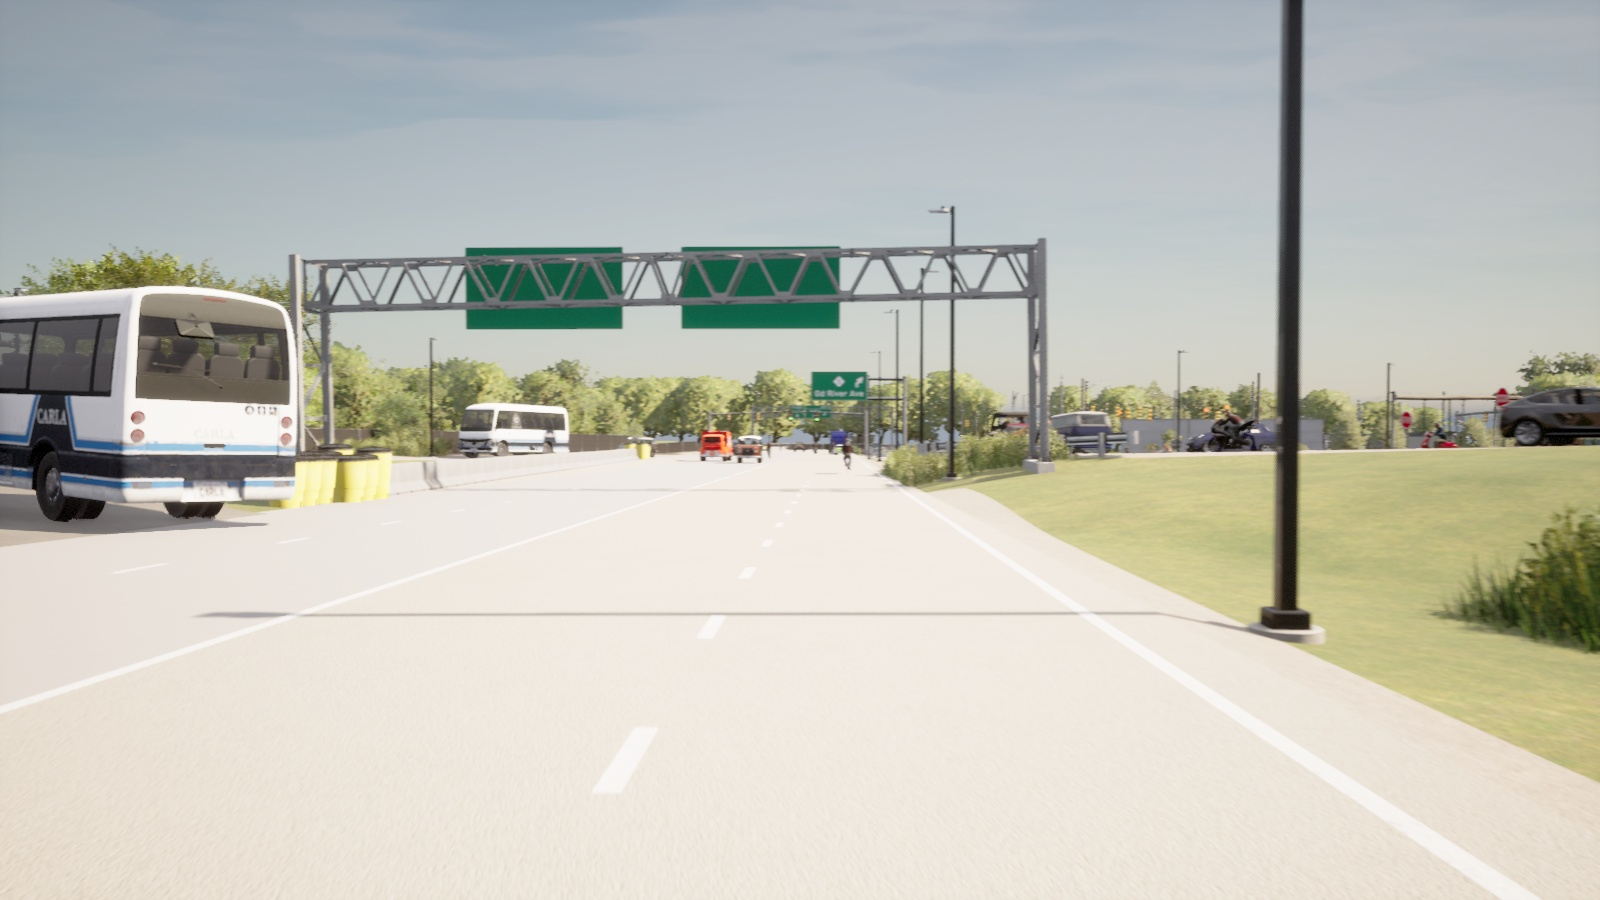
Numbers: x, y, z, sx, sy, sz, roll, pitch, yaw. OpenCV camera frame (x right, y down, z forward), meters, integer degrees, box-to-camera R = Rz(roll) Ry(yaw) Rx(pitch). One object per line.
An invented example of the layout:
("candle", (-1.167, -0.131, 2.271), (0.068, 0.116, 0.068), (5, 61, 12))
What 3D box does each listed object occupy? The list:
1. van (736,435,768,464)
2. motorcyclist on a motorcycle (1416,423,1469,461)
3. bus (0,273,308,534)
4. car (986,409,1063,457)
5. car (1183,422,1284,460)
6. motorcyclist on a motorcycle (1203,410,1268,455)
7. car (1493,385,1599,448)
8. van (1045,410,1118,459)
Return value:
("van", (-3.533, -0.050, 93.416), (2.069, 2.038, 4.480), (0, 0, 2))
("motorcyclist on a motorcycle", (27.262, -0.343, 53.301), (1.817, 1.590, 0.866), (0, -2, 6))
("bus", (-14.605, -0.935, 25.097), (10.273, 4.253, 3.944), (3, 1, 37))
("car", (9.271, -0.682, 52.092), (1.905, 1.878, 3.866), (0, -1, -10))
("car", (18.526, -0.364, 53.730), (3.633, 1.501, 1.845), (1, -2, -2))
("motorcyclist on a motorcycle", (15.570, -0.594, 44.916), (0.866, 1.530, 2.191), (0, -1, -27))
("car", (20.053, -0.825, 30.863), (2.163, 1.488, 4.792), (0, -1, -34))
("van", (12.479, -0.639, 55.959), (1.775, 1.987, 4.442), (0, -1, -7))
